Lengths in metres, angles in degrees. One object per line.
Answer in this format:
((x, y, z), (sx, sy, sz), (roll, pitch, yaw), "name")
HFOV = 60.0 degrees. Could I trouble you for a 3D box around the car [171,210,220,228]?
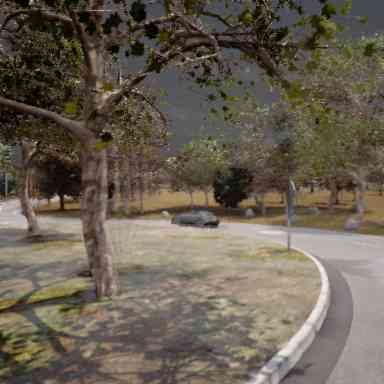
((0.246, 2.158, 27.683), (4.181, 1.385, 1.994), (-1, -2, 40), "car")
